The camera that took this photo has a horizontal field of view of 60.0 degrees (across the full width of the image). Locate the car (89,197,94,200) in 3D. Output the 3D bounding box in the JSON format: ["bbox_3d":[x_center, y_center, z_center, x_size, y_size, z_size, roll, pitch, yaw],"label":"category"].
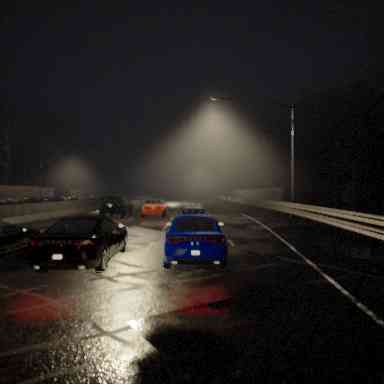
[{"bbox_3d":[-17.523,1.679,59.939,2.033,1.411,5.357,0,0,1],"label":"car"}]

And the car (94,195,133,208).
[{"bbox_3d":[-6.903,1.275,30.708,2.150,2.045,5.566,0,0,0],"label":"car"}]

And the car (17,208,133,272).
[{"bbox_3d":[-3.403,1.493,10.884,1.882,1.535,5.008,0,0,0],"label":"car"}]

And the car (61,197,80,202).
[{"bbox_3d":[-21.033,1.691,59.141,1.994,1.385,4.181,0,0,1],"label":"car"}]

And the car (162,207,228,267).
[{"bbox_3d":[0.097,1.494,11.469,1.882,1.535,5.008,0,0,0],"label":"car"}]

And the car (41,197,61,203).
[{"bbox_3d":[-24.527,1.626,59.858,2.128,1.511,4.902,0,0,1],"label":"car"}]

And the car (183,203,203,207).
[{"bbox_3d":[0.097,1.653,30.055,1.895,1.301,4.718,0,0,0],"label":"car"}]

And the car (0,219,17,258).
[{"bbox_3d":[-6.901,1.563,10.854,2.033,1.411,5.357,0,0,0],"label":"car"}]

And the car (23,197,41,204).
[{"bbox_3d":[-28.021,1.627,58.952,2.128,1.511,4.902,0,0,0],"label":"car"}]

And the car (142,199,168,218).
[{"bbox_3d":[-3.403,1.407,31.312,2.097,1.767,4.553,0,0,0],"label":"car"}]
